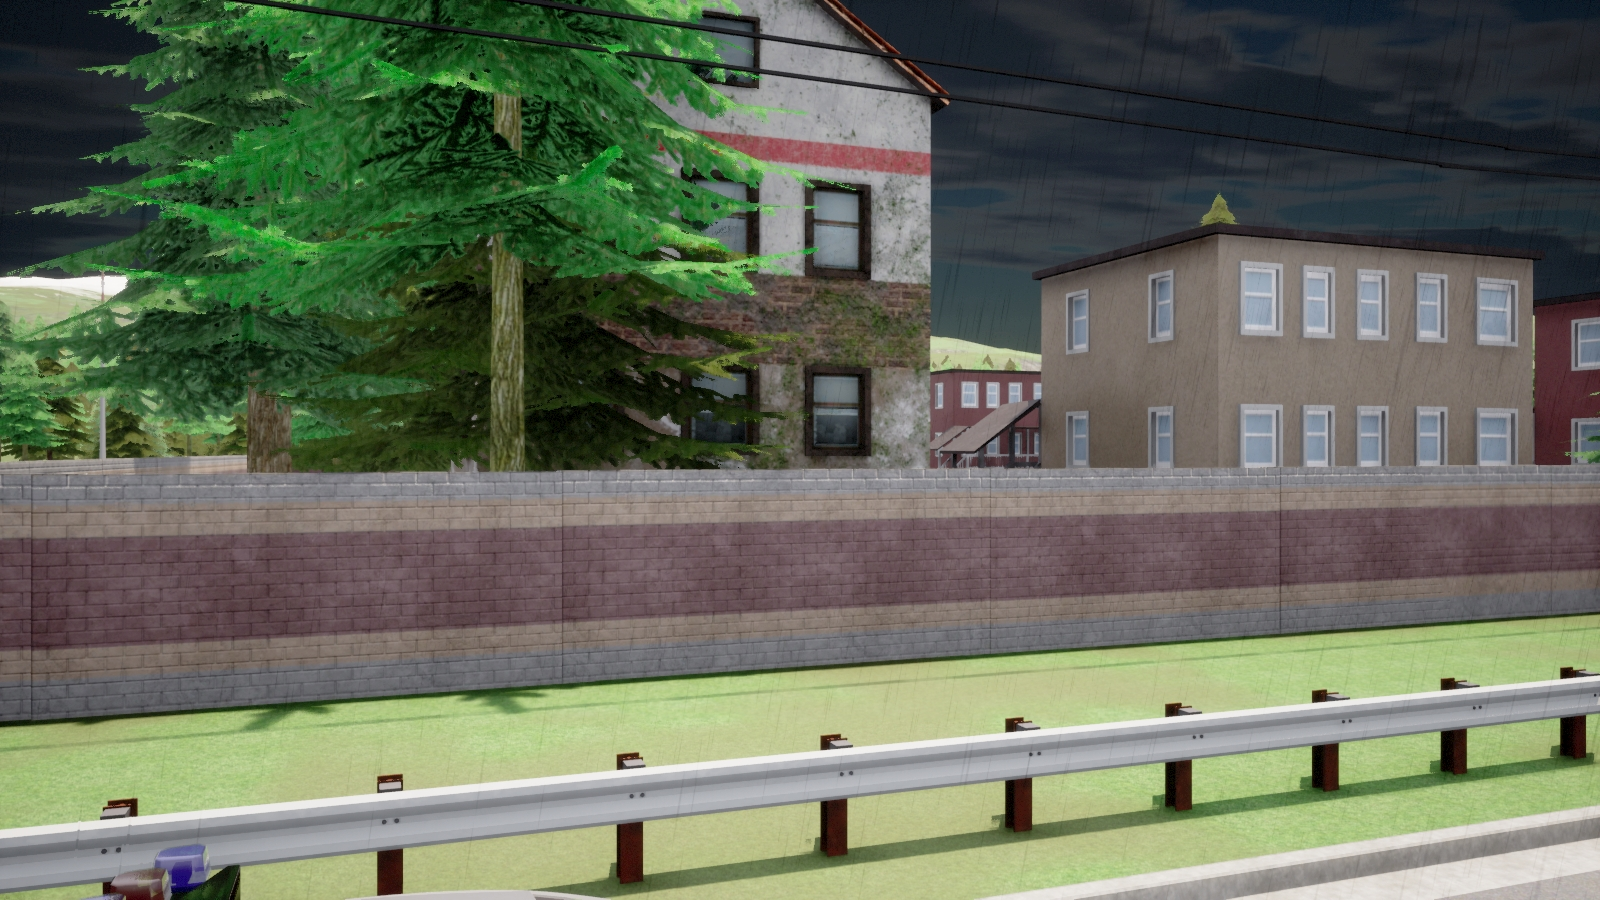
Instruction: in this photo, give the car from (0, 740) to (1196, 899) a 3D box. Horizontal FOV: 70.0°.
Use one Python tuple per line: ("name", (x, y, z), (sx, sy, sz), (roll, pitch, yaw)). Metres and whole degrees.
("car", (-1.671, 1.982, 2.695), (5.238, 1.638, 2.097), (0, 0, -20))
